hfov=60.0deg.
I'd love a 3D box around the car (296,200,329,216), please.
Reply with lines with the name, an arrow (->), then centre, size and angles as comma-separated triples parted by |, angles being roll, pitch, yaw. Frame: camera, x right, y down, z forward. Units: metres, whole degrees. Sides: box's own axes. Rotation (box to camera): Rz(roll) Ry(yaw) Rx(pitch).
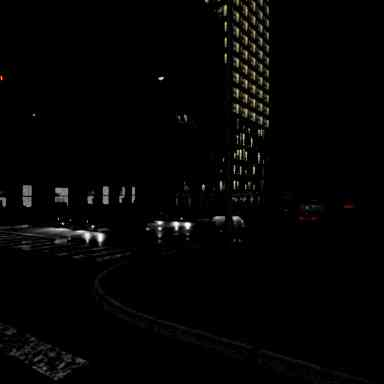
car -> 16.032, 2.065, 44.041 | 2.150, 2.045, 5.566 | 0, -1, 35

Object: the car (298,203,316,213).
car -> 19.019, 2.554, 54.785 | 1.812, 1.442, 4.674 | 0, -1, 33

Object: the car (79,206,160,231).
car -> -4.940, 1.874, 23.622 | 2.033, 1.411, 5.357 | 0, -1, 33

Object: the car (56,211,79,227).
car -> -7.597, 1.873, 25.500 | 2.033, 1.411, 5.357 | 0, -1, 33

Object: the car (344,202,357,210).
car -> 31.303, 2.789, 65.816 | 1.882, 1.535, 5.008 | 0, -1, 33

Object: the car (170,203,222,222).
car -> 0.496, 2.055, 32.101 | 2.033, 1.411, 5.357 | 0, -1, 33

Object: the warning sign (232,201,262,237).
warning sign -> 3.068, 1.454, 18.571 | 1.300, 1.860, 1.060 | 1, 1, 33

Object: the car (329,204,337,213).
car -> 21.755, 2.596, 53.030 | 1.994, 1.385, 4.181 | 0, -1, 33

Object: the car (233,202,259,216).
car -> 6.930, 2.211, 42.116 | 2.128, 1.511, 4.902 | 0, -1, 33

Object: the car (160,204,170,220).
car -> -2.414, 2.002, 33.580 | 1.837, 1.490, 4.892 | 0, -1, 33

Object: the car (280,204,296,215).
car -> 13.730, 2.418, 46.440 | 1.994, 1.385, 4.181 | 0, -1, 33

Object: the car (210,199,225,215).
car -> 3.697, 1.918, 43.123 | 2.150, 2.045, 5.566 | 0, 0, 31
